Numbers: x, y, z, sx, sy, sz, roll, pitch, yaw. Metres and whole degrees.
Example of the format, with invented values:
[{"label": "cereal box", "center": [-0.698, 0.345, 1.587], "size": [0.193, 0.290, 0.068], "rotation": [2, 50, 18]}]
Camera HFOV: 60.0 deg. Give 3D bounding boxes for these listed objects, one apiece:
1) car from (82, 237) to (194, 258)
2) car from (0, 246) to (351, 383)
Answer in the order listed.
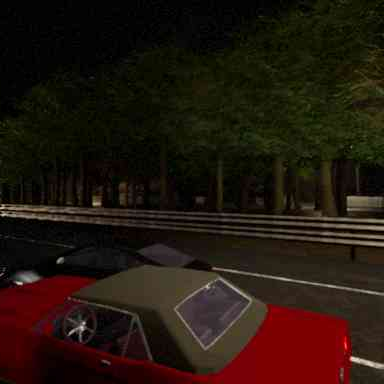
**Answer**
[{"label": "car", "center": [-1.646, 1.586, 6.424], "size": [4.181, 1.385, 1.994], "rotation": [0, -1, 19]}, {"label": "car", "center": [-0.785, 1.603, 3.876], "size": [4.718, 1.301, 1.895], "rotation": [0, 1, 27]}]
